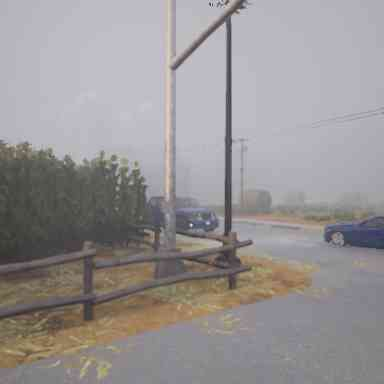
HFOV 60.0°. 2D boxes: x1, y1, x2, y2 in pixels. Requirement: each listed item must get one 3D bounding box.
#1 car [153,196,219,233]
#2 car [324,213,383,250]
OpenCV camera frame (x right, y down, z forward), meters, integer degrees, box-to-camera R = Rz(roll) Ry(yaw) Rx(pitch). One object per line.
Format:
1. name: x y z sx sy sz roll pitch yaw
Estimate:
1. car: -0.772 1.286 19.870 2.150 2.045 5.566 0 0 -36
2. car: 7.838 1.573 13.218 1.882 1.535 5.008 -4 2 -42
